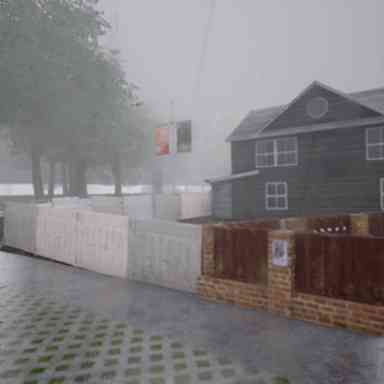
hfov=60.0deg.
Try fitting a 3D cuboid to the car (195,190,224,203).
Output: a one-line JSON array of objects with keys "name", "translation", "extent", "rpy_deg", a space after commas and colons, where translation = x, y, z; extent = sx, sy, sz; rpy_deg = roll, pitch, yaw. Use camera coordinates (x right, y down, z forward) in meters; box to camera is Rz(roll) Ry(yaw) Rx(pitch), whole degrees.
[{"name": "car", "translation": [2.571, 0.626, 48.604], "extent": [2.097, 1.767, 4.553], "rpy_deg": [-1, 0, 36]}]

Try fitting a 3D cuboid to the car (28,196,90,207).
[{"name": "car", "translation": [-11.251, 1.156, 29.302], "extent": [1.882, 1.535, 5.008], "rpy_deg": [-1, 0, 36]}]

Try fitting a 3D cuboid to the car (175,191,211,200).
[{"name": "car", "translation": [-0.344, 0.721, 33.242], "extent": [2.097, 1.767, 4.553], "rpy_deg": [-1, 0, 36]}]
